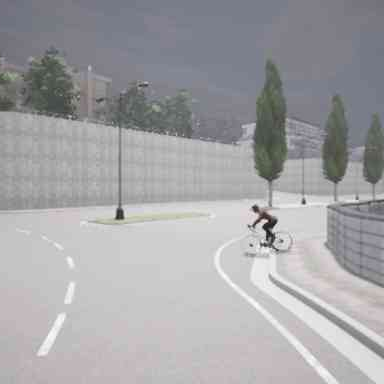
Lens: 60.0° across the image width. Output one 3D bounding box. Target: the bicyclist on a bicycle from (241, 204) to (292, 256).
[{"bbox_3d":[2.312,1.199,10.729,1.656,1.620,0.582,-9,-1,11],"label":"bicyclist on a bicycle"}]
